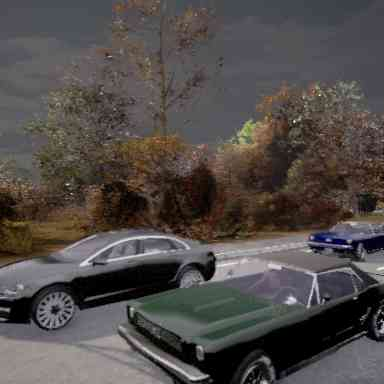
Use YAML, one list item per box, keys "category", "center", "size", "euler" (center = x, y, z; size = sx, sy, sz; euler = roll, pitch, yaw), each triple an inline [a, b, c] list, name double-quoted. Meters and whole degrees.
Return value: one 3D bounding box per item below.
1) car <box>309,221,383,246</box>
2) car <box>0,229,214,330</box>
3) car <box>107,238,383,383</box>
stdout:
- category: "car"
  center: [6.776, 1.905, 13.823]
  size: [4.718, 1.301, 1.895]
  euler: [2, -2, -41]
- category: "car"
  center: [-1.651, 1.617, 7.240]
  size: [4.902, 1.511, 2.128]
  euler: [1, -1, -36]
- category: "car"
  center: [1.356, 1.682, 5.095]
  size: [4.718, 1.301, 1.895]
  euler: [1, -1, -37]
